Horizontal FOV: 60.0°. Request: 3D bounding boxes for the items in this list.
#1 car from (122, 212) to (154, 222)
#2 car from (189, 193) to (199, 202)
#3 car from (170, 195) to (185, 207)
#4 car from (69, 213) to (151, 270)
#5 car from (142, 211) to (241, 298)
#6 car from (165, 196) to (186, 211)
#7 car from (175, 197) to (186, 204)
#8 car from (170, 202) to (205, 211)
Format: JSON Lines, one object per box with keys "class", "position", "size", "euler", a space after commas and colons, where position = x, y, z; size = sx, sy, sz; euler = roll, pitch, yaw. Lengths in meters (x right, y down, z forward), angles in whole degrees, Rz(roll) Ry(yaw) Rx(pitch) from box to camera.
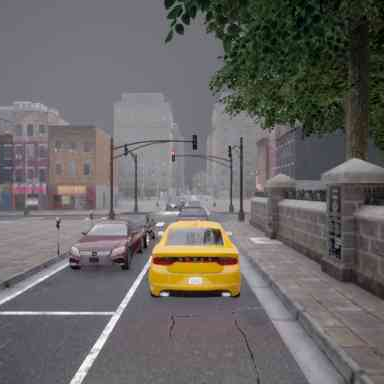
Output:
{"class": "car", "position": [-2.614, 1.565, 14.668], "size": [1.947, 1.339, 4.313], "euler": [0, 0, 0]}
{"class": "car", "position": [0.395, 1.508, 66.876], "size": [1.812, 1.442, 4.674], "euler": [0, 0, 0]}
{"class": "car", "position": [-2.204, 1.340, 51.601], "size": [2.097, 1.767, 4.553], "euler": [0, 0, 0]}
{"class": "car", "position": [-2.620, 1.581, 11.005], "size": [1.802, 1.307, 4.206], "euler": [0, 0, 0]}
{"class": "car", "position": [0.080, 1.477, 8.598], "size": [1.882, 1.535, 5.008], "euler": [0, 0, 0]}
{"class": "car", "position": [-2.222, 1.482, 41.666], "size": [2.128, 1.511, 4.902], "euler": [0, 0, 0]}
{"class": "car", "position": [-2.168, 1.585, 62.631], "size": [1.895, 1.301, 4.718], "euler": [0, 0, 0]}
{"class": "car", "position": [0.034, 1.546, 19.088], "size": [2.033, 1.411, 5.357], "euler": [0, 0, 0]}
